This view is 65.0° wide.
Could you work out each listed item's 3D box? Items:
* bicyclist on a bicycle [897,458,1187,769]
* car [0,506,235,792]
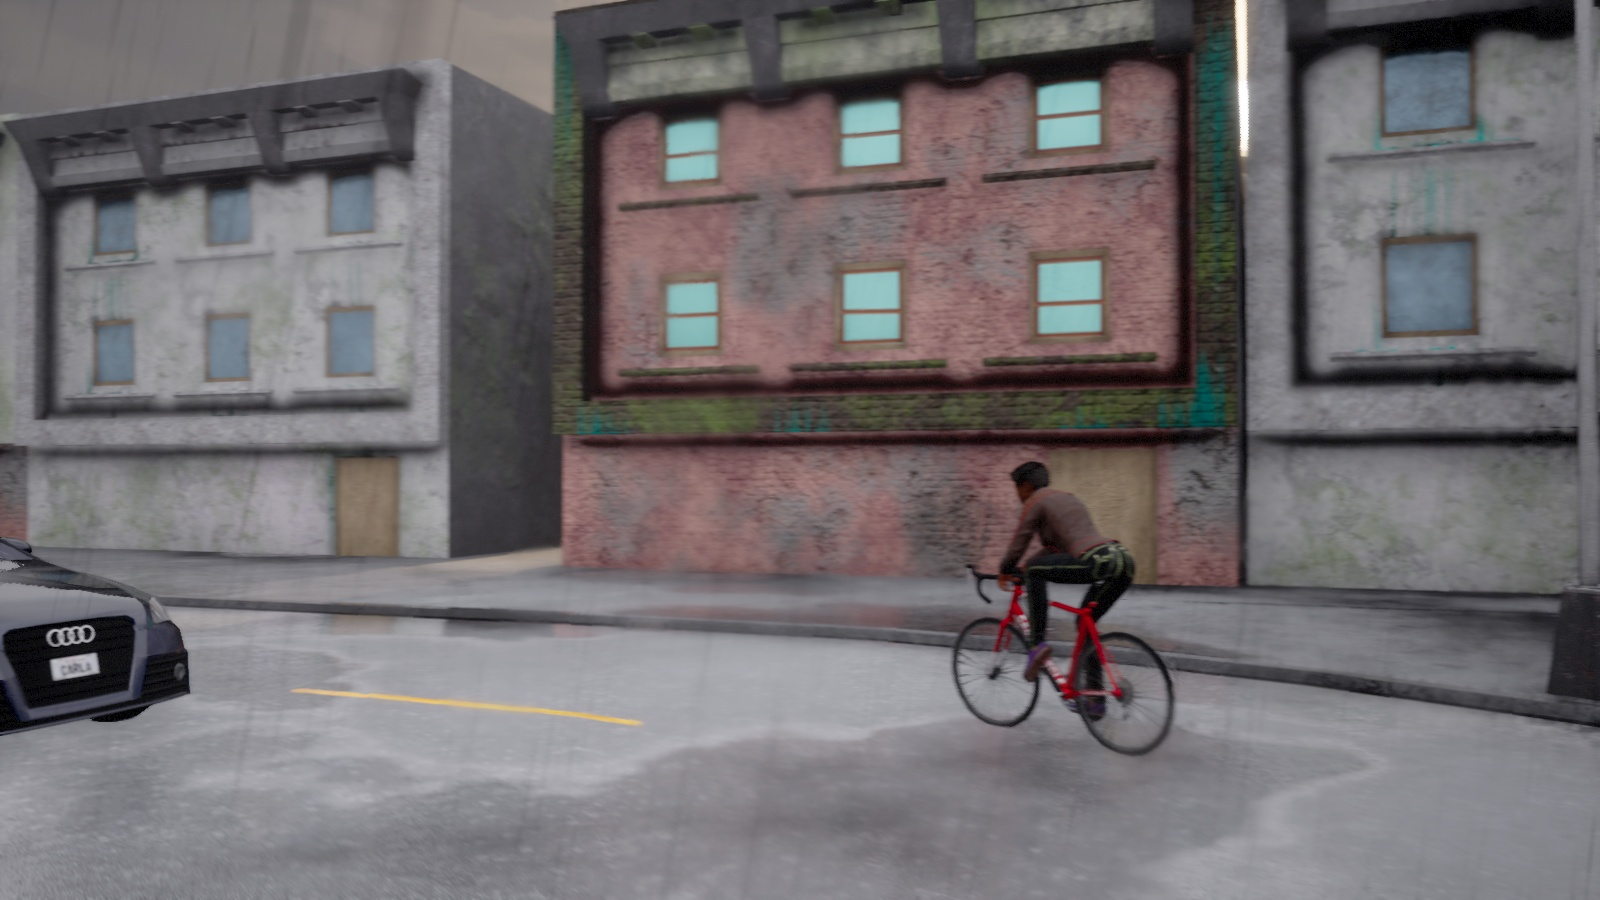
[{"bbox_3d":[1.380,0.882,7.441,0.582,1.620,1.656,-2,0,-39],"label":"bicyclist on a bicycle"},{"bbox_3d":[-5.790,1.055,7.528,4.181,1.385,1.994,-1,-1,20],"label":"car"}]
